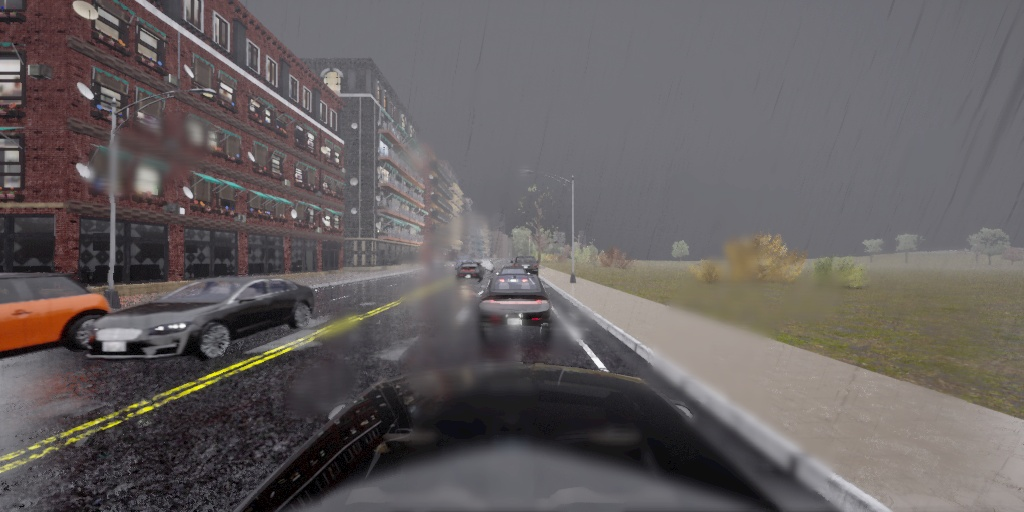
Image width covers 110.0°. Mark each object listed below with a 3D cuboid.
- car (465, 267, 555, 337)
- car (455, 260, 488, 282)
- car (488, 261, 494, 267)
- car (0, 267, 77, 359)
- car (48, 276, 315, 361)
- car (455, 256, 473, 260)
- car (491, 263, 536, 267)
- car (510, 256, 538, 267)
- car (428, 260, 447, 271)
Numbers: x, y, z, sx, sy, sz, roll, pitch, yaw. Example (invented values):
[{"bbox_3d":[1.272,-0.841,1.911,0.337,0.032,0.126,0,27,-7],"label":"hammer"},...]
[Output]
[{"bbox_3d":[0.083,1.243,10.281,2.128,1.511,4.902,0,0,0],"label":"car"},{"bbox_3d":[-3.207,1.256,28.803,1.837,1.490,4.892,0,0,0],"label":"car"},{"bbox_3d":[-3.239,1.279,44.338,1.812,1.442,4.674,0,0,0],"label":"car"},{"bbox_3d":[-9.859,1.103,5.957,2.097,1.767,4.553,0,0,0],"label":"car"},{"bbox_3d":[-6.613,1.242,8.412,2.128,1.511,4.902,0,0,0],"label":"car"},{"bbox_3d":[-6.701,0.974,50.872,2.150,2.045,5.566,0,0,0],"label":"car"},{"bbox_3d":[0.065,1.300,20.721,2.033,1.411,5.357,0,0,0],"label":"car"},{"bbox_3d":[1.077,0.979,30.933,2.150,2.045,5.566,0,0,0],"label":"car"},{"bbox_3d":[-9.945,1.279,47.983,1.812,1.442,4.674,0,0,0],"label":"car"}]
